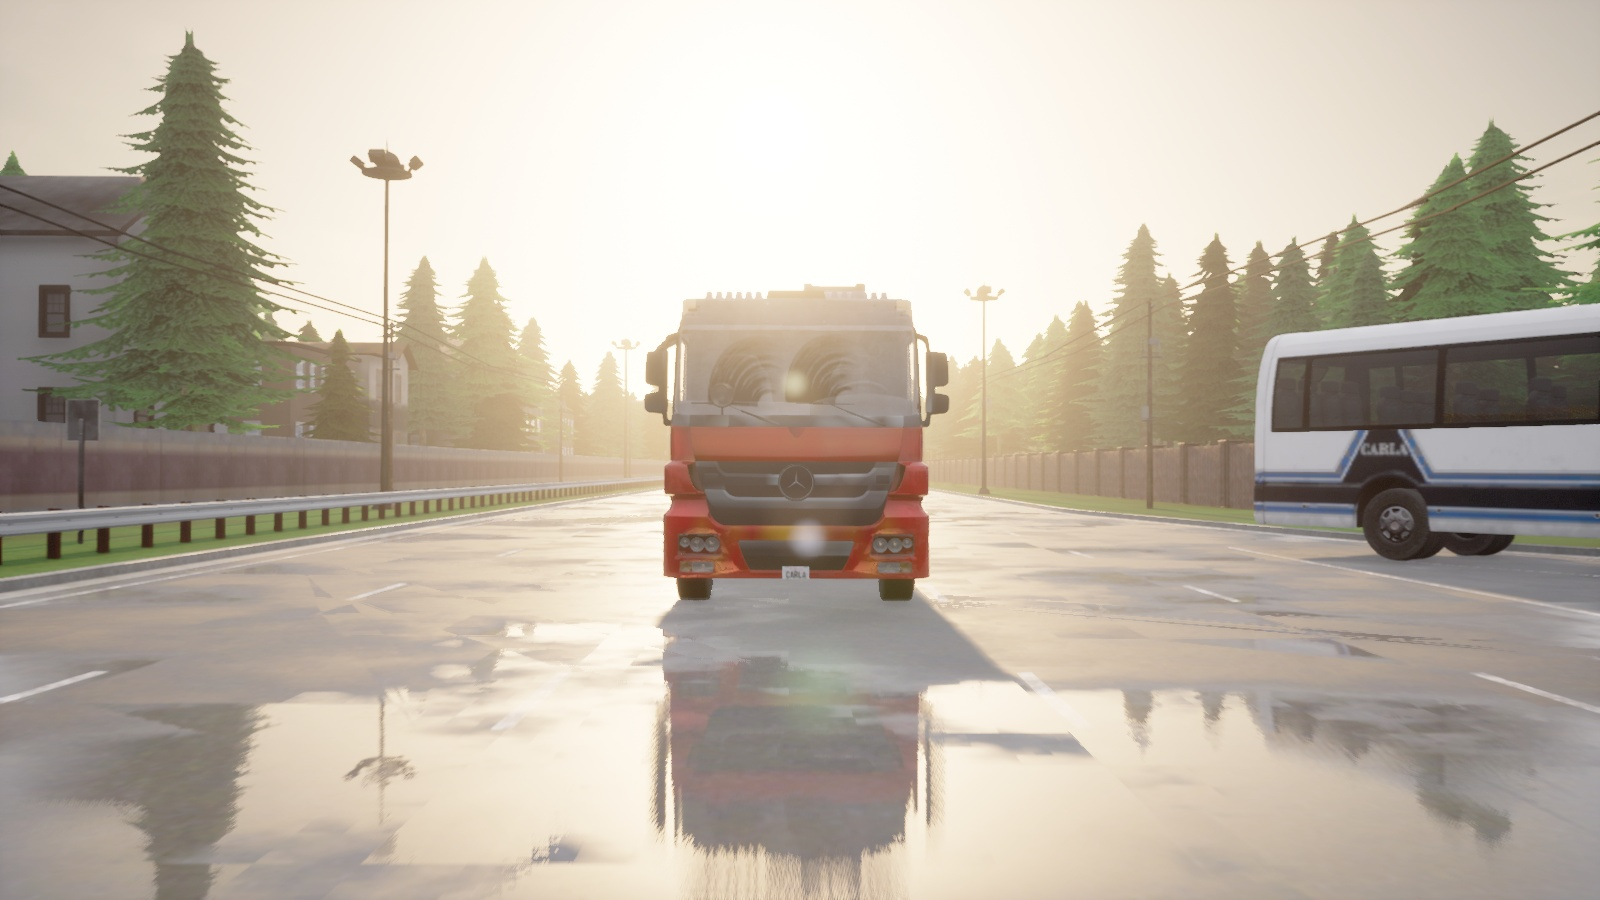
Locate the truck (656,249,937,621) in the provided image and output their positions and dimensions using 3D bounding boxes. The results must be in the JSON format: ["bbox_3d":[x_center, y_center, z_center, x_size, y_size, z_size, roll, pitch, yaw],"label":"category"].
[{"bbox_3d":[-0.046,-0.097,17.204,2.891,3.827,8.468,0,-1,0],"label":"truck"}]

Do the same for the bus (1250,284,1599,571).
[{"bbox_3d":[12.978,-0.314,20.448,3.944,4.253,10.273,0,-1,-34],"label":"bus"}]
